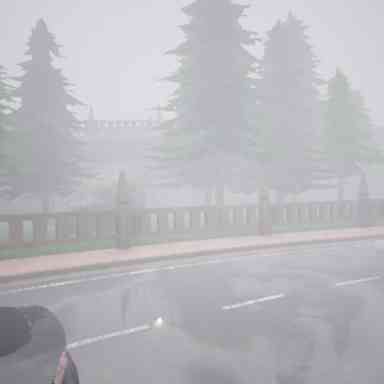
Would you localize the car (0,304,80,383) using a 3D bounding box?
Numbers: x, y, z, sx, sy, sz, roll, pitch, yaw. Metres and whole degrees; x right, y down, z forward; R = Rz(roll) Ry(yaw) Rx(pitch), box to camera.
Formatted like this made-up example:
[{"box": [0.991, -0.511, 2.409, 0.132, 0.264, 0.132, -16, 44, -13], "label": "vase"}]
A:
[{"box": [-3.079, 1.532, 1.584, 4.902, 1.511, 2.128, -1, 1, -36], "label": "car"}]
